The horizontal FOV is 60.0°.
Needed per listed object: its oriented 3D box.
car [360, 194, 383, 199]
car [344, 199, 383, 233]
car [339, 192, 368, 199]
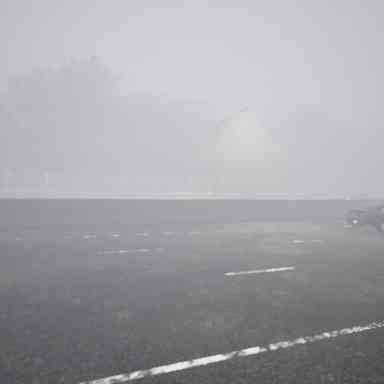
[{"bbox_3d":[21.747,1.198,37.822,4.181,1.385,1.994,1,1,-22],"label":"car"},{"bbox_3d":[10.624,1.310,18.025,4.892,1.490,1.837,1,1,-22],"label":"car"},{"bbox_3d":[20.159,0.893,40.944,4.553,1.767,2.097,1,1,-22],"label":"car"}]
